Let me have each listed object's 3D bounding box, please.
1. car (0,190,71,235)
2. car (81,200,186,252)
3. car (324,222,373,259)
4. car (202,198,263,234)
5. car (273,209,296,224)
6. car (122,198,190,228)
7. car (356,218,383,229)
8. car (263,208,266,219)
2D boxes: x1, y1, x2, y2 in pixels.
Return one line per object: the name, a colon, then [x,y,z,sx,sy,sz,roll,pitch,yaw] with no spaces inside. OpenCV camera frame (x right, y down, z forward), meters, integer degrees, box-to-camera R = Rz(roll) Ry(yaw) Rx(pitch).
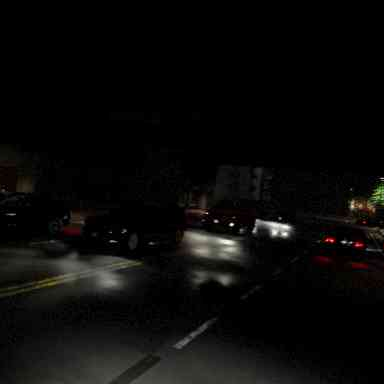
car: [-6.509,0.708,11.665,2.128,1.511,4.902,7,0,27]
car: [-1.991,1.223,12.902,1.882,1.535,5.008,7,0,27]
car: [8.114,2.479,17.365,2.033,1.411,5.357,7,0,28]
car: [2.697,1.500,22.183,2.150,2.045,5.566,7,1,26]
car: [10.638,2.688,37.936,2.128,1.511,4.902,7,0,27]
car: [-2.051,1.254,20.527,1.812,1.442,4.674,7,0,27]
car: [26.834,4.634,49.799,5.357,1.411,2.033,7,0,-28]
car: [7.397,2.320,39.247,1.837,1.490,4.892,7,0,27]
